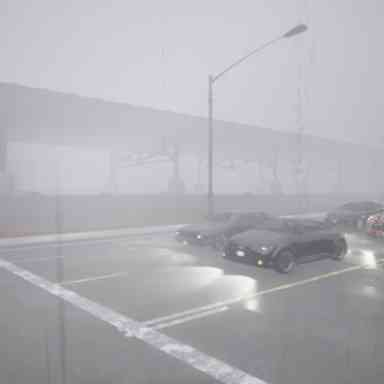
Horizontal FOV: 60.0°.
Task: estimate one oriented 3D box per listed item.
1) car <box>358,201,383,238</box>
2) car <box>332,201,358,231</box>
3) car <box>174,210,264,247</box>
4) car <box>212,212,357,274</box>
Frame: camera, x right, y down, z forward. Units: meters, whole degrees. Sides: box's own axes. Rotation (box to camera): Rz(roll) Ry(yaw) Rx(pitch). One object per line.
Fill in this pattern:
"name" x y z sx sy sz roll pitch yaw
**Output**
"car" 10.056 1.197 15.414 4.553 1.767 2.097 -1 0 -35
"car" 9.712 1.328 19.443 4.892 1.490 1.837 -1 0 -35
"car" 1.918 1.479 13.954 5.357 1.411 2.033 -1 0 -35
"car" 2.973 1.504 10.404 4.181 1.385 1.994 -1 0 -35
